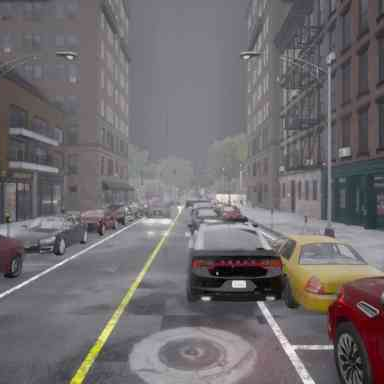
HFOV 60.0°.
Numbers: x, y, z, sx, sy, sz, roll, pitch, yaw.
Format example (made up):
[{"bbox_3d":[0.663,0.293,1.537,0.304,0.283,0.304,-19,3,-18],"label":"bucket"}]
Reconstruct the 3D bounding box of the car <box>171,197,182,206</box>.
[{"bbox_3d":[-2.696,1.527,53.976,1.837,1.490,4.892,0,-1,0],"label":"car"}]

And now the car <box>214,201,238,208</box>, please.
[{"bbox_3d":[2.663,1.583,24.059,1.802,1.307,4.206,0,0,0],"label":"car"}]

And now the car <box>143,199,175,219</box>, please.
[{"bbox_3d":[-2.819,1.566,29.208,1.994,1.385,4.181,0,0,0],"label":"car"}]

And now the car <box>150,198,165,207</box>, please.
[{"bbox_3d":[-5.336,1.601,51.657,1.802,1.307,4.206,0,0,0],"label":"car"}]

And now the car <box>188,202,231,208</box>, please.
[{"bbox_3d":[0.844,1.526,18.355,1.812,1.442,4.674,0,0,0],"label":"car"}]

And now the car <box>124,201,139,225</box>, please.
[{"bbox_3d":[-5.362,1.567,24.063,1.947,1.339,4.313,0,0,0],"label":"car"}]

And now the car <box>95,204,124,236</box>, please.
[{"bbox_3d":[-5.368,1.545,18.544,1.887,1.381,4.507,0,0,0],"label":"car"}]

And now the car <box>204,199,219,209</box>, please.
[{"bbox_3d":[2.684,1.596,46.132,1.802,1.307,4.206,0,0,0],"label":"car"}]

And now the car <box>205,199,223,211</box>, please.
[{"bbox_3d":[2.678,1.554,40.614,1.887,1.381,4.507,0,0,0],"label":"car"}]

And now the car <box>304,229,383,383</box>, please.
[{"bbox_3d":[2.641,1.315,1.986,2.192,1.841,5.009,0,0,0],"label":"car"}]

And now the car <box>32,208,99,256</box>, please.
[{"bbox_3d":[-5.373,1.551,13.025,2.008,1.369,4.403,0,0,0],"label":"car"}]

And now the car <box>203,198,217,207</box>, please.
[{"bbox_3d":[2.689,1.585,51.650,1.947,1.339,4.313,0,0,0],"label":"car"}]

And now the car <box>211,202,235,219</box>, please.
[{"bbox_3d":[2.668,1.584,29.577,1.802,1.307,4.206,0,0,0],"label":"car"}]

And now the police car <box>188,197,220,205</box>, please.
[{"bbox_3d":[0.850,1.426,24.465,1.930,1.638,5.238,0,0,0],"label":"police car"}]

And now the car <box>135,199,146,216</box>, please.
[{"bbox_3d":[-5.357,1.553,29.581,2.008,1.369,4.403,0,0,0],"label":"car"}]

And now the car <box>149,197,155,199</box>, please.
[{"bbox_3d":[-5.352,1.446,35.100,1.967,1.590,4.097,0,0,0],"label":"car"}]

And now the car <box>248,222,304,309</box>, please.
[{"bbox_3d":[2.642,1.525,7.672,1.752,1.417,4.829,0,0,0],"label":"car"}]

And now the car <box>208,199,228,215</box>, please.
[{"bbox_3d":[2.673,1.531,35.266,1.752,1.417,4.829,0,0,0],"label":"car"}]

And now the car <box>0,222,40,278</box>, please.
[{"bbox_3d":[-5.379,1.582,7.506,1.802,1.307,4.206,0,0,0],"label":"car"}]

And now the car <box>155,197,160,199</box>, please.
[{"bbox_3d":[-5.347,1.535,40.449,1.752,1.417,4.829,0,0,0],"label":"car"}]

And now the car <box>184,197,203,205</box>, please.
[{"bbox_3d":[0.361,1.590,59.775,1.994,1.385,4.181,0,0,23],"label":"car"}]

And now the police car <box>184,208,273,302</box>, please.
[{"bbox_3d":[0.834,1.425,8.465,1.930,1.638,5.238,0,0,0],"label":"police car"}]

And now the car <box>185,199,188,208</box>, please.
[{"bbox_3d":[0.072,1.493,47.125,1.882,1.535,5.008,0,0,1],"label":"car"}]
